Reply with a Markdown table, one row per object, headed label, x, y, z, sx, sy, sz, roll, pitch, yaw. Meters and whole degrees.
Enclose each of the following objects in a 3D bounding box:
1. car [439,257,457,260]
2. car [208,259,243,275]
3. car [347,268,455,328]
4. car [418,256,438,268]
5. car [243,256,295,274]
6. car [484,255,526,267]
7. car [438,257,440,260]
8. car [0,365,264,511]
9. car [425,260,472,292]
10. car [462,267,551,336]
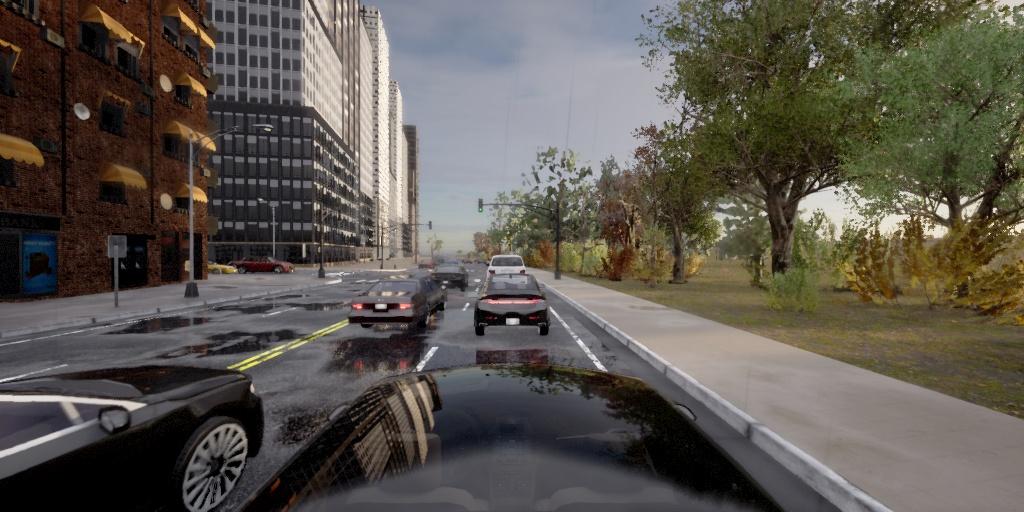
| label | x | y | z | sx | sy | sz | roll | pitch | yaw |
| --- | --- | --- | --- | --- | --- | --- | --- | --- | --- |
| car | -9.536 | 1.281 | 54.117 | 1.994 | 1.385 | 4.181 | 0 | 0 | -7 |
| car | -26.686 | 0.938 | 30.966 | 4.829 | 1.417 | 1.751 | 0 | 0 | -11 |
| car | -3.296 | 1.295 | 11.391 | 2.033 | 1.411 | 5.357 | 0 | 0 | -1 |
| car | -12.743 | 1.197 | 53.649 | 1.882 | 1.535 | 5.008 | 0 | 0 | -5 |
| car | -23.427 | 0.814 | 34.286 | 4.553 | 1.767 | 2.097 | 1 | 0 | -10 |
| car | -0.338 | 0.964 | 20.826 | 2.150 | 2.045 | 5.566 | 0 | 0 | -2 |
| car | -13.925 | 1.268 | 63.875 | 1.994 | 1.385 | 4.181 | 0 | 0 | -7 |
| car | -3.188 | 1.242 | 1.311 | 2.128 | 1.511 | 4.902 | 0 | 0 | 0 |
| car | -3.612 | 1.221 | 21.263 | 1.882 | 1.535 | 5.008 | 0 | 0 | -3 |
| car | -0.029 | 1.239 | 10.390 | 2.128 | 1.511 | 4.902 | 0 | 0 | -1 |
